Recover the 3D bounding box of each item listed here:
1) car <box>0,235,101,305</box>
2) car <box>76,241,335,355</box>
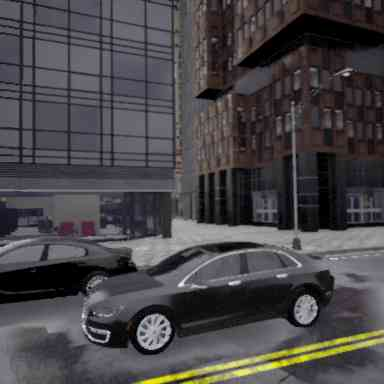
[{"bbox_3d":[-3.886,1.869,8.161,5.008,1.535,1.882,0,-3,-22],"label":"car"},{"bbox_3d":[0.452,1.773,6.423,4.892,1.490,1.837,-1,-2,-22],"label":"car"}]
